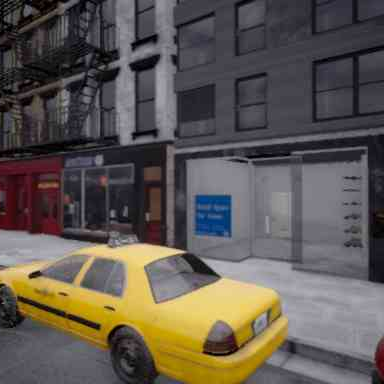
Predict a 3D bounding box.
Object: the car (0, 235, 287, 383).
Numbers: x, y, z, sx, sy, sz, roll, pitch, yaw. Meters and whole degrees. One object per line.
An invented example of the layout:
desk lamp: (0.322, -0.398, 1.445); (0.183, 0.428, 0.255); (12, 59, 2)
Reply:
car: (-1.300, 1.468, 5.294); (5.366, 1.575, 1.801); (0, 0, 36)

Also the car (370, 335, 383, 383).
car: (3.731, 1.487, 1.687); (5.008, 1.535, 1.882); (0, 0, 36)
